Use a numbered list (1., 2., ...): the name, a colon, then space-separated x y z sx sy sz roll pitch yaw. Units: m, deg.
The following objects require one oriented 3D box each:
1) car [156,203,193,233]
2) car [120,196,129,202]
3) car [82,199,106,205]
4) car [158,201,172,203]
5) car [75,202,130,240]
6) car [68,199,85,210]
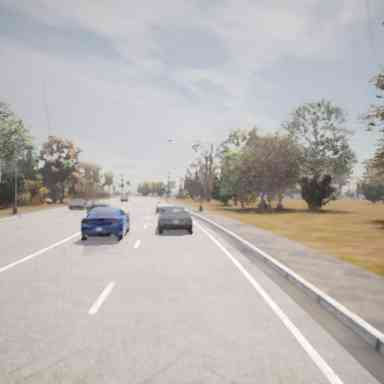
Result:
1. car: -1.054 1.578 19.954 1.994 1.385 4.181 0 0 -5
2. car: -15.474 1.606 76.089 2.033 1.411 5.357 0 0 -8
3. car: -10.115 1.641 35.866 1.895 1.301 4.718 0 0 -7
4. car: -3.138 1.629 37.943 1.895 1.301 4.718 0 0 -8
5. car: -4.308 1.498 17.136 1.882 1.535 5.008 0 0 -5
6. car: -14.638 1.600 43.317 2.033 1.411 5.357 0 0 -8
